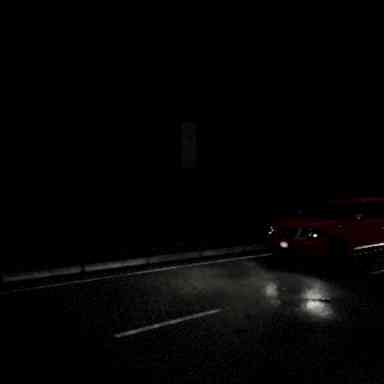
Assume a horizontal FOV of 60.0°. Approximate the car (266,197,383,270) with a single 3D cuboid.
[{"bbox_3d":[5.094,1.205,11.287,5.566,2.045,2.150,0,0,-31],"label":"car"}]
